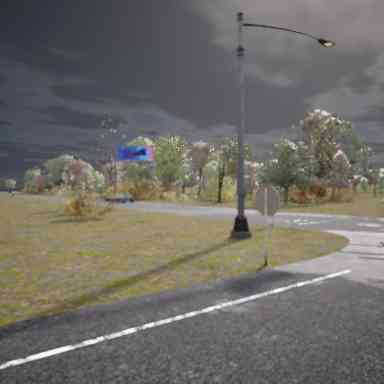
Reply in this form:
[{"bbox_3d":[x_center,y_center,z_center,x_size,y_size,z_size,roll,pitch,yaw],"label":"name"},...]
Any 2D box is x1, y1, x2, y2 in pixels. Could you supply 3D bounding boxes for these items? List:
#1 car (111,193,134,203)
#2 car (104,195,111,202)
[{"bbox_3d":[-11.760,1.005,57.647,2.097,1.767,4.553,0,0,-33],"label":"car"},{"bbox_3d":[-14.778,1.243,62.062,1.895,1.301,4.718,0,0,-34],"label":"car"}]
